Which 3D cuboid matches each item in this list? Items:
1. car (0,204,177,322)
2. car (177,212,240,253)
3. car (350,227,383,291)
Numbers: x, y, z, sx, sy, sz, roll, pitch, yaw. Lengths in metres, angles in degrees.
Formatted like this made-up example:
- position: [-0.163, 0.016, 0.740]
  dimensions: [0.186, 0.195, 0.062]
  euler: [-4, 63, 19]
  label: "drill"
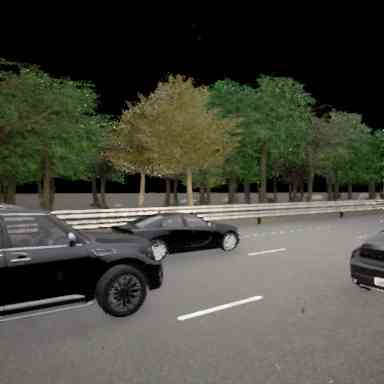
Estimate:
- position: [-3.229, 1.219, 5.744]
  dimensions: [5.566, 2.045, 2.150]
  euler: [0, 0, -36]
  label: "car"
- position: [-0.457, 1.452, 12.015]
  dimensions: [5.008, 1.535, 1.882]
  euler: [0, 0, -35]
  label: "car"
- position: [5.600, 1.470, 7.735]
  dimensions: [4.892, 1.490, 1.837]
  euler: [0, 0, -35]
  label: "car"
